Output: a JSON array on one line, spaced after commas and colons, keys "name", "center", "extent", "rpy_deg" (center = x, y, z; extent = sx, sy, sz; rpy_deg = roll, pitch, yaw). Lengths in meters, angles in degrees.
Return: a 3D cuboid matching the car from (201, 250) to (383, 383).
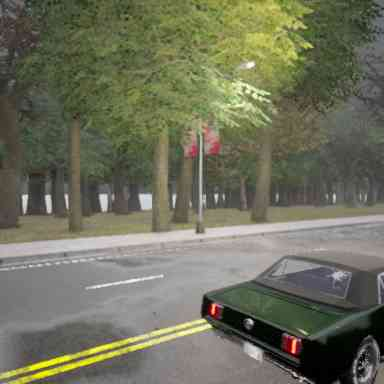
[{"name": "car", "center": [2.537, 1.614, 5.233], "extent": [4.718, 1.301, 1.895], "rpy_deg": [0, 0, -35]}]
